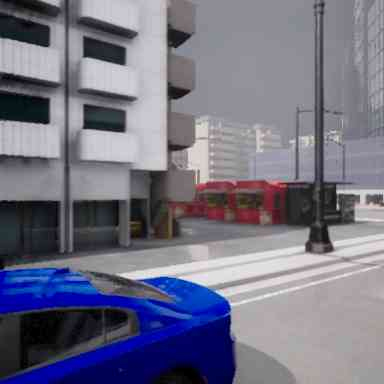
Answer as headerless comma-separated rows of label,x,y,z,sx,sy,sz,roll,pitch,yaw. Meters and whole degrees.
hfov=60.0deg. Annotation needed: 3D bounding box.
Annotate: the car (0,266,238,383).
car,-1.876,1.478,2.647,5.008,1.535,1.882,0,0,-35
